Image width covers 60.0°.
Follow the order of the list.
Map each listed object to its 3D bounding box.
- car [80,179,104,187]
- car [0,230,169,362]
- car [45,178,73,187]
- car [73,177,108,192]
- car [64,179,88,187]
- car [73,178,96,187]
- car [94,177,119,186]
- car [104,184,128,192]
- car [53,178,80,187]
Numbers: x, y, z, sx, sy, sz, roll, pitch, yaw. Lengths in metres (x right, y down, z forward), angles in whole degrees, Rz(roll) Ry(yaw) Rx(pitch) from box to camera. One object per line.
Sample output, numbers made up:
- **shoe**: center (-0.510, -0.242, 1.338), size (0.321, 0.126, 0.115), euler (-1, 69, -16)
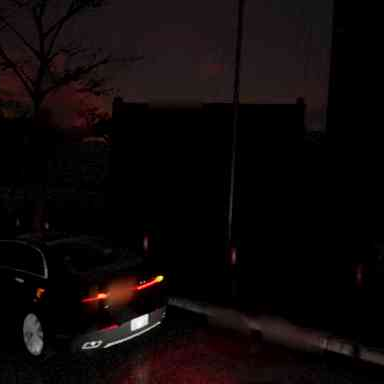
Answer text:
- **car**: center (-22.885, -2.137, 76.220), size (4.892, 1.521, 2.231), euler (4, 3, 20)
- **car**: center (-2.608, 1.432, 5.866), size (4.892, 1.490, 1.837), euler (1, 1, 38)
- **car**: center (-26.712, -1.963, 65.868), size (4.553, 1.767, 2.185), euler (4, 3, 20)
- **car**: center (-17.010, -1.187, 56.401), size (2.150, 2.045, 5.566), euler (4, 3, 20)
- **car**: center (-24.813, -1.945, 71.052), size (4.674, 1.452, 2.002), euler (4, 3, 20)
- **car**: center (-23.812, -2.183, 73.615), size (4.553, 1.767, 2.185), euler (4, 3, 20)
- **car**: center (-20.961, -2.553, 81.377), size (5.566, 2.045, 2.435), euler (4, 3, 20)
- **car**: center (-13.194, -0.729, 58.113), size (1.994, 1.385, 4.181), euler (4, 3, 21)
- **car**: center (-25.784, -1.911, 68.472), size (5.008, 1.535, 2.097), euler (4, 3, 20)
